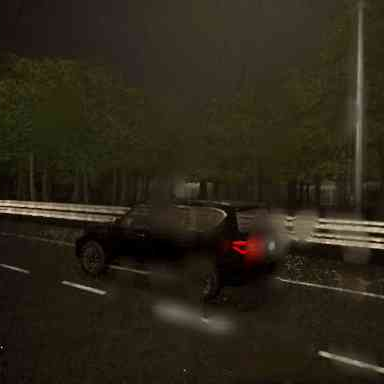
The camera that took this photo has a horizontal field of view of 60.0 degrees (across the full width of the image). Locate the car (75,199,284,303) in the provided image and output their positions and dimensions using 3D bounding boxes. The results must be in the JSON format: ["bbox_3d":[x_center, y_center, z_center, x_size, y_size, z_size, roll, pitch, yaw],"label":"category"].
[{"bbox_3d":[-0.532,1.196,8.423,5.566,2.045,2.150,1,0,35],"label":"car"}]
